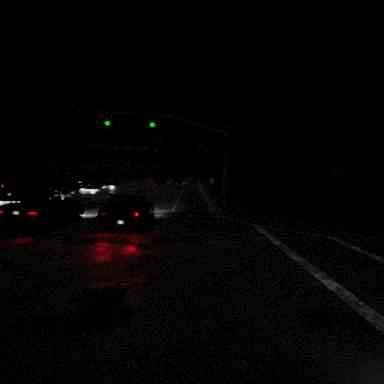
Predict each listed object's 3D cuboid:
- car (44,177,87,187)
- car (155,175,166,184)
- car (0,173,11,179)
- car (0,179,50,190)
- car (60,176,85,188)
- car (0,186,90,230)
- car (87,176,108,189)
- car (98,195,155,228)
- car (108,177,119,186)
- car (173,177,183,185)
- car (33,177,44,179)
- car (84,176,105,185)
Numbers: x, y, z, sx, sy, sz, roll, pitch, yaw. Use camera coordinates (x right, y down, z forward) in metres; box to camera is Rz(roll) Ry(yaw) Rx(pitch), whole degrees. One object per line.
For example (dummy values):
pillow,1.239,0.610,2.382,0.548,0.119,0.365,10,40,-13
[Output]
car,-13.465,-0.625,35.729,2.033,1.411,5.357,2,3,0
car,-6.394,-2.606,67.962,2.097,1.767,4.553,2,4,0
car,-17.003,-0.591,27.302,2.150,2.045,5.566,2,3,0
car,-13.509,-0.110,26.597,1.994,1.385,4.181,2,3,0
car,-16.910,-1.435,47.365,1.812,1.442,4.674,2,4,0
car,-6.332,0.697,14.474,2.033,1.411,5.357,2,3,0
car,-13.414,-1.172,45.363,1.994,1.385,4.181,2,4,0
car,-2.835,0.806,15.482,1.895,1.301,4.718,2,3,0
car,-13.406,-1.829,55.271,1.812,1.442,4.674,2,4,0
car,-2.900,-2.350,67.813,2.128,1.511,4.902,2,4,0
car,-16.947,-0.875,37.109,1.882,1.535,5.008,2,3,1
car,-16.903,-2.065,57.721,2.033,1.411,5.357,2,4,0
